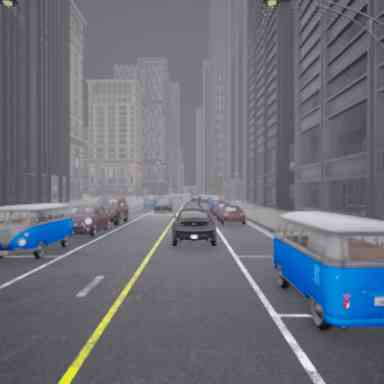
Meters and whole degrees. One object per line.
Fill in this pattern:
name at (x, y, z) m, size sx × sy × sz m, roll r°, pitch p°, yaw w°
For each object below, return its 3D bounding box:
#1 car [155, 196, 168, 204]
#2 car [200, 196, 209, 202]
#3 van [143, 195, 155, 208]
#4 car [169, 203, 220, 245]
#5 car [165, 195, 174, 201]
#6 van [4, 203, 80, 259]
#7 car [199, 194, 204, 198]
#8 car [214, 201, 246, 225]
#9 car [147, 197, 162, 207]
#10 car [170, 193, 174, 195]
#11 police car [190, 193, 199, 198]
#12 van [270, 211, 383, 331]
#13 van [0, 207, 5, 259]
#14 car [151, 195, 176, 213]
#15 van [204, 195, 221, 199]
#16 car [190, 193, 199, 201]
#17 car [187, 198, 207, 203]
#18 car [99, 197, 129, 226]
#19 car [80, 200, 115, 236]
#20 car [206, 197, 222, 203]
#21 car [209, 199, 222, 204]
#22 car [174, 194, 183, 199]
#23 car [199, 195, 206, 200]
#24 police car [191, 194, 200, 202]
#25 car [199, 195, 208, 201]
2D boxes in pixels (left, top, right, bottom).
car at (-5.771, 1.538, 63.039) m, size 1.947 × 1.339 × 4.313 m, roll 0°, pitch 0°, yaw 0°
car at (2.753, 1.515, 74.324) m, size 2.008 × 1.369 × 4.403 m, roll 0°, pitch 0°, yaw 0°
van at (-5.771, 1.322, 46.117) m, size 1.690 × 1.788 × 3.998 m, roll 0°, pitch 0°, yaw 0°
car at (0.092, 1.500, 15.461) m, size 1.837 × 1.490 × 4.892 m, roll 0°, pitch 0°, yaw 0°
car at (-5.773, 1.519, 85.603) m, size 1.947 × 1.339 × 4.313 m, roll 0°, pitch 0°, yaw 0°
van at (-5.768, 1.337, 12.271) m, size 1.690 × 1.788 × 3.998 m, roll 0°, pitch 0°, yaw 0°
car at (2.754, 1.517, 63.043) m, size 1.887 × 1.381 × 4.507 m, roll 0°, pitch 0°, yaw 0°
car at (2.757, 1.573, 23.558) m, size 1.802 × 1.307 × 4.206 m, roll 0°, pitch 0°, yaw 0°
car at (-5.770, 1.523, 51.758) m, size 1.887 × 1.381 × 4.507 m, roll 0°, pitch 0°, yaw 0°
car at (-5.772, 1.404, 74.321) m, size 1.967 × 1.590 × 4.097 m, roll 0°, pitch 0°, yaw 0°
police car at (0.881, 1.398, 64.888) m, size 1.930 × 1.638 × 5.238 m, roll 0°, pitch 0°, yaw 0°
van at (2.758, 1.339, 6.636) m, size 1.690 × 1.788 × 3.998 m, roll 0°, pitch 0°, yaw 0°
van at (-5.767, 1.339, 6.630) m, size 1.690 × 1.788 × 3.998 m, roll 0°, pitch 0°, yaw 0°
car at (-3.099, 1.463, 37.078) m, size 1.882 × 1.535 × 5.008 m, roll 0°, pitch 0°, yaw 0°
van at (2.755, 1.325, 40.480) m, size 1.690 × 1.788 × 3.998 m, roll 0°, pitch 0°, yaw 0°
car at (0.669, 1.181, 80.808) m, size 2.150 × 2.045 × 5.566 m, roll 0°, pitch 0°, yaw 0°
car at (0.090, 1.552, 31.301) m, size 1.994 × 1.385 × 4.181 m, roll 0°, pitch 0°, yaw 0°
car at (-5.769, 1.306, 23.553) m, size 2.192 × 1.841 × 5.009 m, roll 0°, pitch 0°, yaw 0°
car at (-5.768, 1.433, 17.912) m, size 1.967 × 1.590 × 4.097 m, roll 0°, pitch 0°, yaw 0°
car at (2.756, 1.552, 34.839) m, size 1.947 × 1.339 × 4.313 m, roll 0°, pitch 0°, yaw 0°
car at (2.757, 1.570, 29.199) m, size 1.802 × 1.307 × 4.206 m, roll 0°, pitch 0°, yaw 0°
car at (-3.007, 1.089, 77.437) m, size 1.882 × 1.535 × 5.008 m, roll 0°, pitch 0°, yaw 0°
car at (2.752, 1.472, 91.416) m, size 1.752 × 1.417 × 4.829 m, roll 0°, pitch 0°, yaw 0°
police car at (0.765, 1.389, 74.860) m, size 1.930 × 1.638 × 5.238 m, roll 0°, pitch 0°, yaw -2°
car at (2.753, 1.525, 79.964) m, size 1.947 × 1.339 × 4.313 m, roll 0°, pitch 0°, yaw 0°
